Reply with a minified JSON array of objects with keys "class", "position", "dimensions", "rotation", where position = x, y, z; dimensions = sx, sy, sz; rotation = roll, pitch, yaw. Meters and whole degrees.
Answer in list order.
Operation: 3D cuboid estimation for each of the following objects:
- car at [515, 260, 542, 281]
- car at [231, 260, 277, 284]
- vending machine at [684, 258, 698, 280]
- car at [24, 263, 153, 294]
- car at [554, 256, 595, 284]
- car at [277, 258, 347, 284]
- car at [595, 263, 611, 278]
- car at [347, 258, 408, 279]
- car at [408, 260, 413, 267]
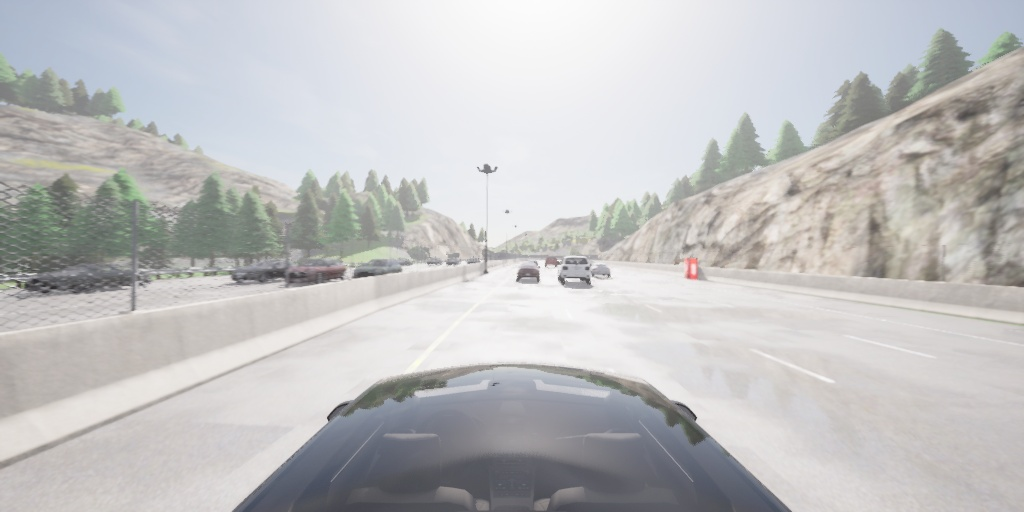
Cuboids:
[{"class":"car","position":[1.397,1.288,30.331],"dimensions":[1.812,1.442,4.674],"rotation":[1,0,4]},{"class":"car","position":[-16.659,1.021,24.601],"dimensions":[2.128,1.511,4.902],"rotation":[1,0,4]},{"class":"vending machine","position":[17.079,1.161,34.291],"dimensions":[1.100,2.100,0.880],"rotation":[0,0,4]},{"class":"car","position":[-20.583,1.044,17.714],"dimensions":[1.994,1.385,4.181],"rotation":[1,0,3]},{"class":"car","position":[4.709,1.028,27.744],"dimensions":[2.150,2.045,5.566],"rotation":[1,0,4]},{"class":"car","position":[-13.160,0.926,24.394],"dimensions":[2.097,1.767,4.553],"rotation":[1,0,4]},{"class":"car","position":[8.818,1.384,36.577],"dimensions":[1.812,1.442,4.674],"rotation":[1,0,4]},{"class":"car","position":[-9.560,0.973,25.947],"dimensions":[2.097,1.767,4.553],"rotation":[1,0,4]},{"class":"car","position":[-17.975,1.056,58.742],"dimensions":[2.033,1.411,5.357],"rotation":[1,0,4]}]
